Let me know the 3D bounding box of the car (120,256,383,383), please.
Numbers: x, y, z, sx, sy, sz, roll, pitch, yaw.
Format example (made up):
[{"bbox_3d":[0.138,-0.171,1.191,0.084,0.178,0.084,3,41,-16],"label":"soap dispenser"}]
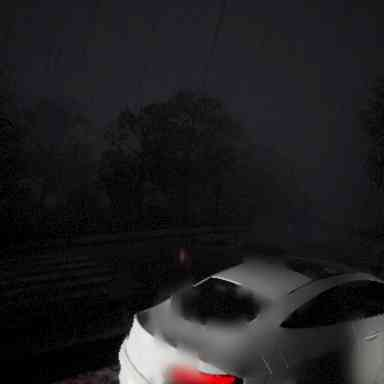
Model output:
[{"bbox_3d":[1.492,1.544,4.036,4.674,1.442,1.812,0,0,-31],"label":"car"}]
